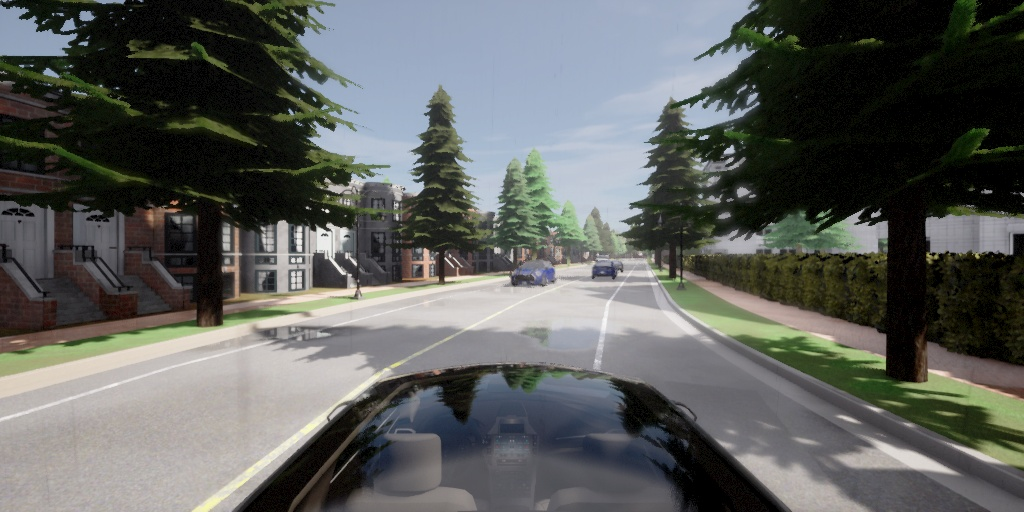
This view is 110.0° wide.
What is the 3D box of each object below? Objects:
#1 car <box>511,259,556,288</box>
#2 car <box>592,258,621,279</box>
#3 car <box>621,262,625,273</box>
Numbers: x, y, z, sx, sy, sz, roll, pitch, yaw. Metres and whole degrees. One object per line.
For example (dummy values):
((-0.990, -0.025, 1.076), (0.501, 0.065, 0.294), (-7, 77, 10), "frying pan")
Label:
((1.524, 1.075, 24.003), (2.097, 1.767, 4.553), (0, 0, 20), "car")
((8.254, 1.192, 31.687), (1.882, 1.535, 5.008), (0, 0, 20), "car")
((12.625, 1.247, 43.661), (2.033, 1.411, 5.357), (0, 0, 19), "car")
